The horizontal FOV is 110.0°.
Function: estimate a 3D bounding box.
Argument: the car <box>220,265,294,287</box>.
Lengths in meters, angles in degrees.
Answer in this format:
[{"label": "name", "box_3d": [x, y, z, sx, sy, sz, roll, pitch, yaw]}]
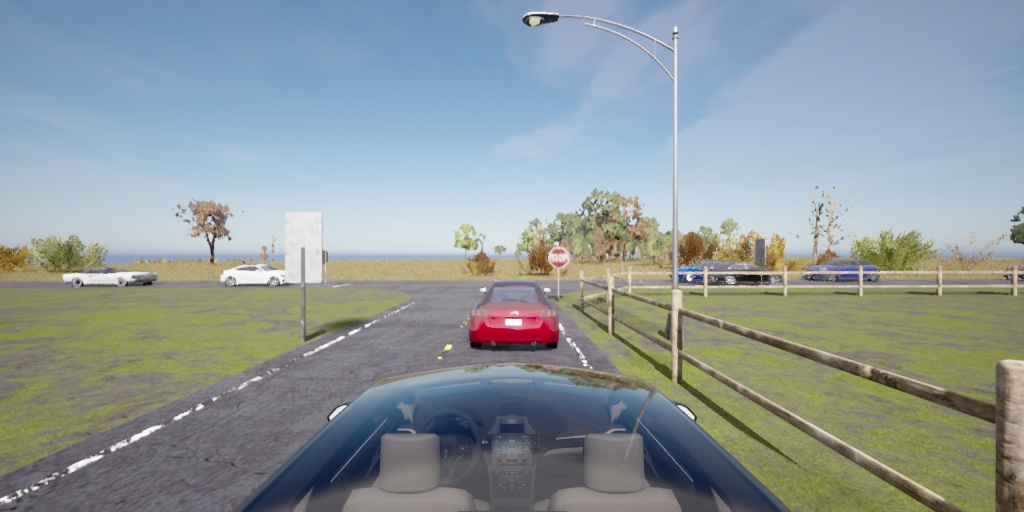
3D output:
[{"label": "car", "box_3d": [-17.055, 1.296, 24.289, 4.674, 1.442, 1.812, 0, 0, 1]}]

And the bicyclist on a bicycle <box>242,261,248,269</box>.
[{"label": "bicyclist on a bicycle", "box_3d": [-22.561, 1.233, 30.307, 0.582, 1.620, 1.656, 0, 0, 0]}]

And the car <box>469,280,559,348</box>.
[{"label": "car", "box_3d": [0.077, 1.306, 9.258, 1.994, 1.385, 4.181, 0, 0, 1]}]

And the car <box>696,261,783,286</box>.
[{"label": "car", "box_3d": [15.564, 1.178, 24.124, 4.902, 1.511, 2.128, 0, 0, 0]}]

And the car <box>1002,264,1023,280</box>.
[{"label": "car", "box_3d": [40.026, 1.137, 26.874, 4.902, 1.511, 2.128, 0, 0, 1]}]

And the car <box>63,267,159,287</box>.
[{"label": "car", "box_3d": [-27.100, 1.400, 24.363, 4.718, 1.301, 1.895, 0, 0, 0]}]

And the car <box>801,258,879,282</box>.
[{"label": "car", "box_3d": [24.589, 1.015, 26.989, 4.553, 1.767, 2.097, 0, 0, 0]}]

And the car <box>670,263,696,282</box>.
[{"label": "car", "box_3d": [14.565, 1.162, 27.056, 5.008, 1.535, 1.882, 0, 0, 0]}]
